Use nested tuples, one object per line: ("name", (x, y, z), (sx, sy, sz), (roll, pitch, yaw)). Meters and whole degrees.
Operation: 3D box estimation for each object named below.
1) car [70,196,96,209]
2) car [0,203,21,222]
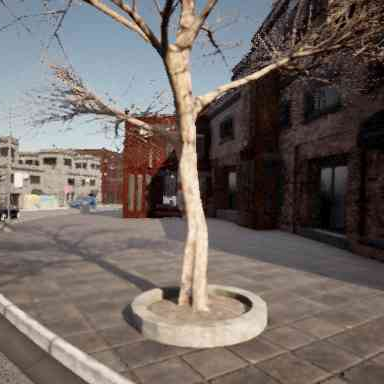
("car", (-17.603, 1.682, 54.031), (2.150, 2.045, 5.566), (1, -1, 10))
("car", (-16.203, 1.630, 28.101), (1.882, 1.535, 5.008), (1, -1, -8))
